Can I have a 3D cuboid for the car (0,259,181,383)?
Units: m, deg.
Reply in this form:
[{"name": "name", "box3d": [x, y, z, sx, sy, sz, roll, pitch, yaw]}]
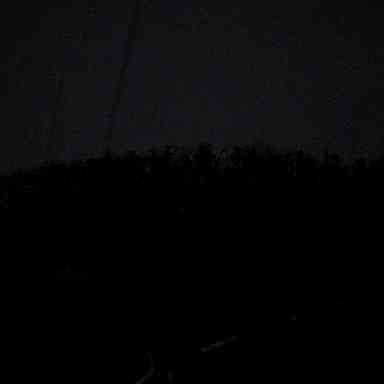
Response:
[{"name": "car", "box3d": [-2.196, 1.351, 1.502, 4.553, 1.767, 2.097, 0, 0, -35]}]
